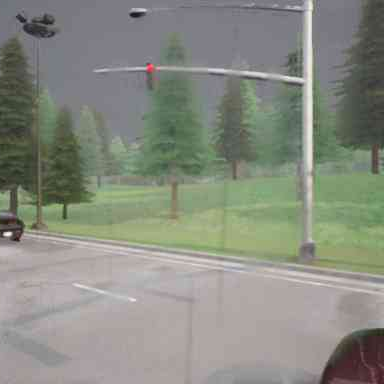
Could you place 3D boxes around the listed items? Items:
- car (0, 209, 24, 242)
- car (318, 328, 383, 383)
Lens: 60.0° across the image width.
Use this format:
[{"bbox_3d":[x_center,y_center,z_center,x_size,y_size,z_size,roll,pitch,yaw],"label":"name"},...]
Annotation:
[{"bbox_3d":[-9.537,1.482,15.095,4.892,1.490,1.837,0,0,36],"label":"car"},{"bbox_3d":[2.891,1.566,1.929,4.181,1.385,1.994,0,0,36],"label":"car"}]
